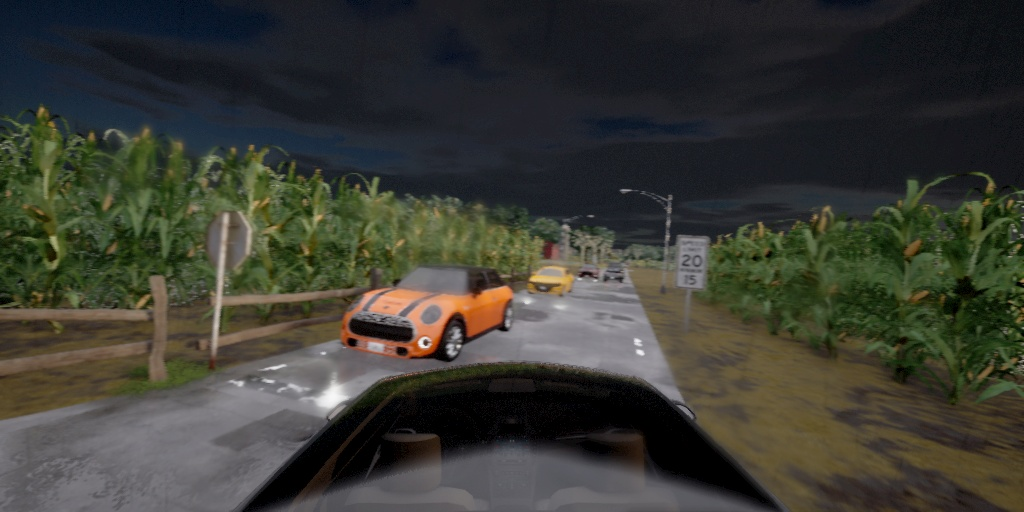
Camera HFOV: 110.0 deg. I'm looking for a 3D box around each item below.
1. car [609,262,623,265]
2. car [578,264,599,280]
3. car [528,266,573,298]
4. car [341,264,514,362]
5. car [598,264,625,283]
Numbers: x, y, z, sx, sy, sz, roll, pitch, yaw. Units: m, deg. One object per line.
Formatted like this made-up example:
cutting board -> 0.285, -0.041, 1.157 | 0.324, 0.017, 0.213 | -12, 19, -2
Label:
car -> 13.720, 1.881, 47.461 | 2.150, 2.045, 5.566 | 4, 0, 17
car -> 8.935, 1.672, 41.381 | 2.097, 1.767, 4.553 | 4, 0, 18
car -> 2.314, 1.360, 20.309 | 1.882, 1.535, 5.008 | 4, 1, 17
car -> -1.513, 0.977, 8.093 | 2.097, 1.767, 4.553 | 4, 0, 19
car -> 10.510, 1.941, 37.039 | 2.128, 1.511, 4.902 | 4, 0, 18
